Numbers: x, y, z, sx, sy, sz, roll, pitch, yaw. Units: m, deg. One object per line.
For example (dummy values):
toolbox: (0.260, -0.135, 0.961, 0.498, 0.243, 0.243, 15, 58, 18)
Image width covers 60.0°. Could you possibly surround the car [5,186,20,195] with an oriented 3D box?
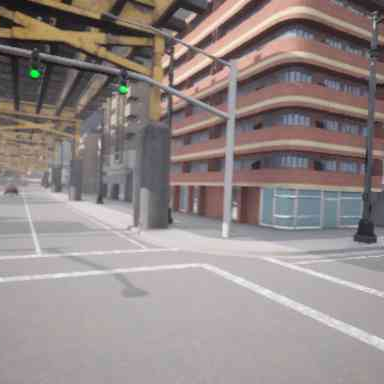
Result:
car: (-28.275, -0.269, 52.254, 1.812, 1.442, 4.674, 2, 1, -27)
